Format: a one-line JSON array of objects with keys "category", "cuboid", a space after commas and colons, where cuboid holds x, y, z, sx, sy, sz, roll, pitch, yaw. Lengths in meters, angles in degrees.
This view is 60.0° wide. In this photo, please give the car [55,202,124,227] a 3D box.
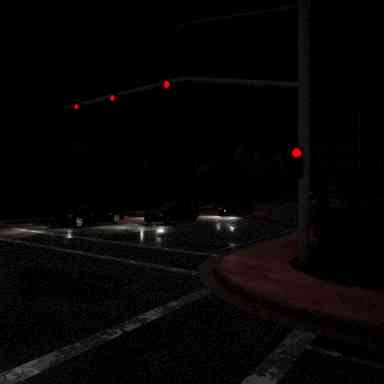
[{"category": "car", "cuboid": [-6.940, 1.478, 22.956, 1.882, 1.535, 5.008, 0, 0, 36]}]

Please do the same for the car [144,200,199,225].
[{"category": "car", "cuboid": [-1.424, 1.478, 24.647, 1.882, 1.535, 5.008, 0, 0, 36]}]

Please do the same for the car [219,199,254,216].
[{"category": "car", "cuboid": [4.436, 1.505, 32.786, 1.837, 1.490, 4.892, 0, 0, 36]}]

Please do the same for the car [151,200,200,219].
[{"category": "car", "cuboid": [-1.409, 1.505, 30.671, 1.837, 1.490, 4.892, 0, 0, 36]}]
